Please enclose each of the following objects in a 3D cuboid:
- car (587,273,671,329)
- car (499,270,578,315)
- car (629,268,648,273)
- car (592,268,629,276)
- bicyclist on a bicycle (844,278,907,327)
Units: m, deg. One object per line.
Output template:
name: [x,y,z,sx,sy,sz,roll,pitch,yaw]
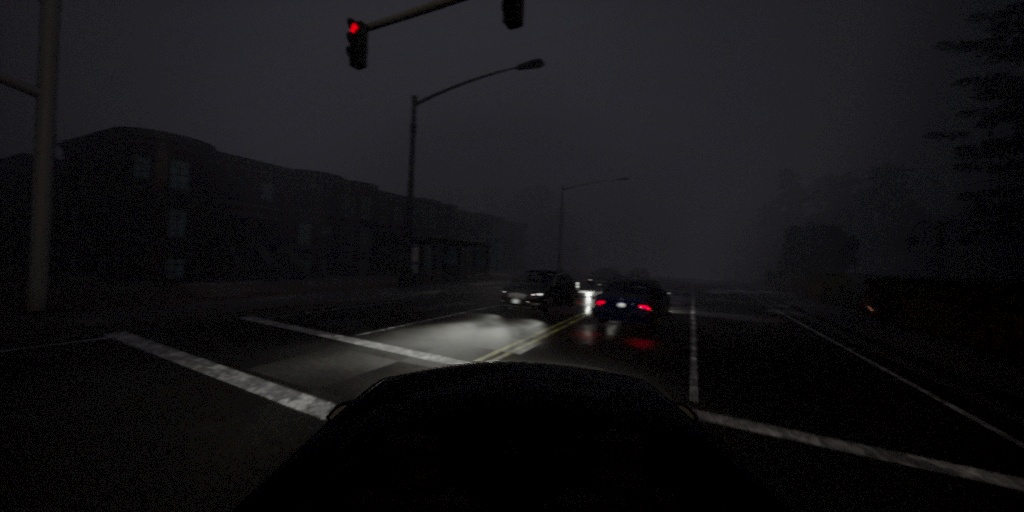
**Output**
car: [4.288,1.495,12.366,2.033,1.411,5.357,2,0,29]
car: [1.232,1.309,14.260,2.128,1.511,4.902,2,0,27]
car: [13.765,1.980,38.973,2.033,1.411,5.357,2,0,27]
car: [6.647,1.590,24.997,1.812,1.442,4.674,2,0,27]
bicyclist on a bicycle: [12.622,1.611,12.464,1.656,1.620,0.582,2,0,27]
